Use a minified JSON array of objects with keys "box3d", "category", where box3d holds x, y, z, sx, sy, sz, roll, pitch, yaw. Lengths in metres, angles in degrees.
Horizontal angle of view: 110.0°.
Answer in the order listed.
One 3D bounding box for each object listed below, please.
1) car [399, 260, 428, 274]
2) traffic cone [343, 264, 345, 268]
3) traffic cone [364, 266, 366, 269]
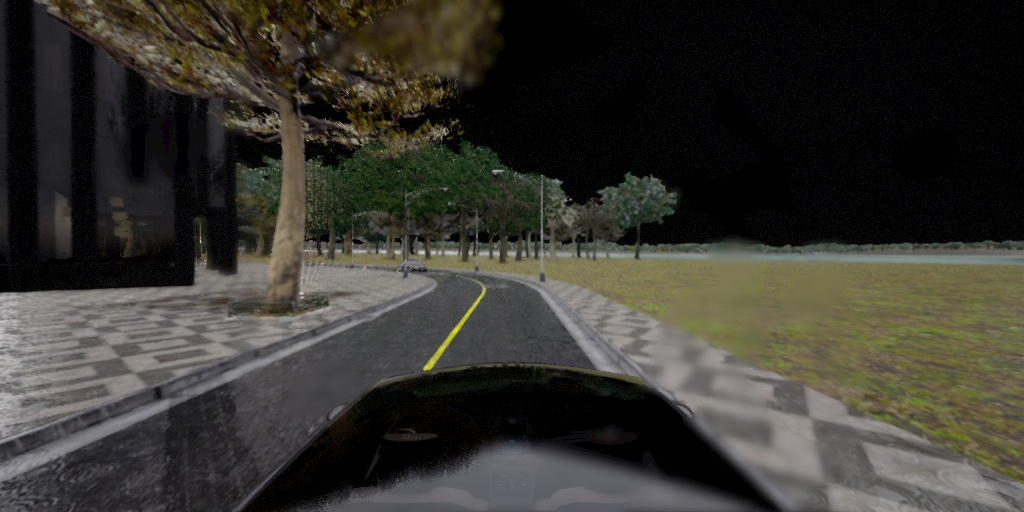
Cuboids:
[{"box3d":[-11.486,1.204,41.537,1.837,1.490,4.892,0,0,-39],"category":"car"},{"box3d":[-23.690,1.439,50.646,0.340,0.580,0.340,0,0,28],"category":"traffic cone"},{"box3d":[-19.732,1.533,48.195,0.340,0.580,0.340,0,0,35],"category":"traffic cone"}]
